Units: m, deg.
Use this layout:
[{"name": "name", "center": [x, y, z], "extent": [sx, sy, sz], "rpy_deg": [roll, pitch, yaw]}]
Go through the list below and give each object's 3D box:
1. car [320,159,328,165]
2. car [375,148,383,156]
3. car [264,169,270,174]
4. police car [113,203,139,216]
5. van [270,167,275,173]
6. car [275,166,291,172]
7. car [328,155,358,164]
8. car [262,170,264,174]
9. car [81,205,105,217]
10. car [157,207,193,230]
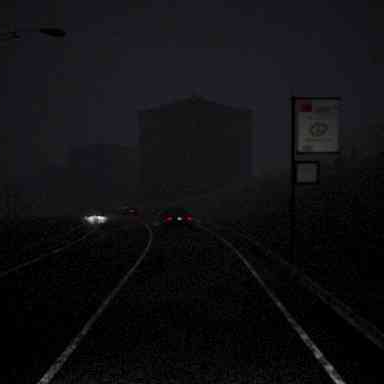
[{"name": "car", "center": [21.384, -4.401, 52.174], "extent": [2.002, 1.452, 4.674], "rpy_deg": [0, 1, -1]}, {"name": "car", "center": [21.738, -4.183, 35.744], "extent": [2.231, 1.521, 4.892], "rpy_deg": [0, 1, -1]}, {"name": "car", "center": [20.666, -4.854, 85.417], "extent": [2.002, 1.452, 4.674], "rpy_deg": [0, 1, -1]}, {"name": "police car", "center": [-8.261, 2.128, 41.044], "extent": [2.038, 1.542, 4.974], "rpy_deg": [-1, -1, -29]}, {"name": "van", "center": [20.787, -5.055, 79.773], "extent": [1.878, 1.987, 4.442], "rpy_deg": [0, 1, -1]}, {"name": "car", "center": [20.903, -4.761, 74.379], "extent": [2.231, 1.521, 4.892], "rpy_deg": [0, 1, -1]}, {"name": "car", "center": [21.502, -4.482, 46.680], "extent": [2.185, 1.767, 4.553], "rpy_deg": [0, 1, -1]}, {"name": "car", "center": [20.547, -5.202, 90.900], "extent": [2.435, 2.045, 5.566], "rpy_deg": [0, 1, -1]}, {"name": "car", "center": [-12.065, 2.278, 40.352], "extent": [1.994, 1.385, 4.181], "rpy_deg": [-1, -2, -32]}, {"name": "car", "center": [-1.243, 1.711, 22.661], "extent": [2.033, 1.411, 5.357], "rpy_deg": [0, -1, -11]}]
